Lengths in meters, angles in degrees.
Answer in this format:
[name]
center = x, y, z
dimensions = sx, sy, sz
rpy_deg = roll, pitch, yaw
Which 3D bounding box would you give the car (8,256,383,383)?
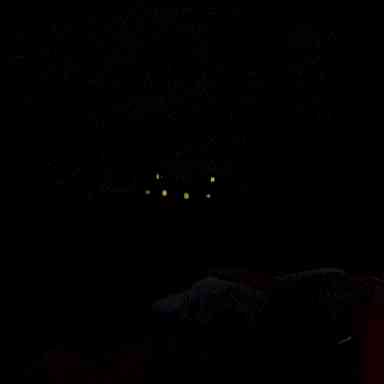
[car]
center = 0.639, 1.509, 3.527
dimensions = 4.674, 1.442, 1.812
rpy_deg = 0, 0, -35
